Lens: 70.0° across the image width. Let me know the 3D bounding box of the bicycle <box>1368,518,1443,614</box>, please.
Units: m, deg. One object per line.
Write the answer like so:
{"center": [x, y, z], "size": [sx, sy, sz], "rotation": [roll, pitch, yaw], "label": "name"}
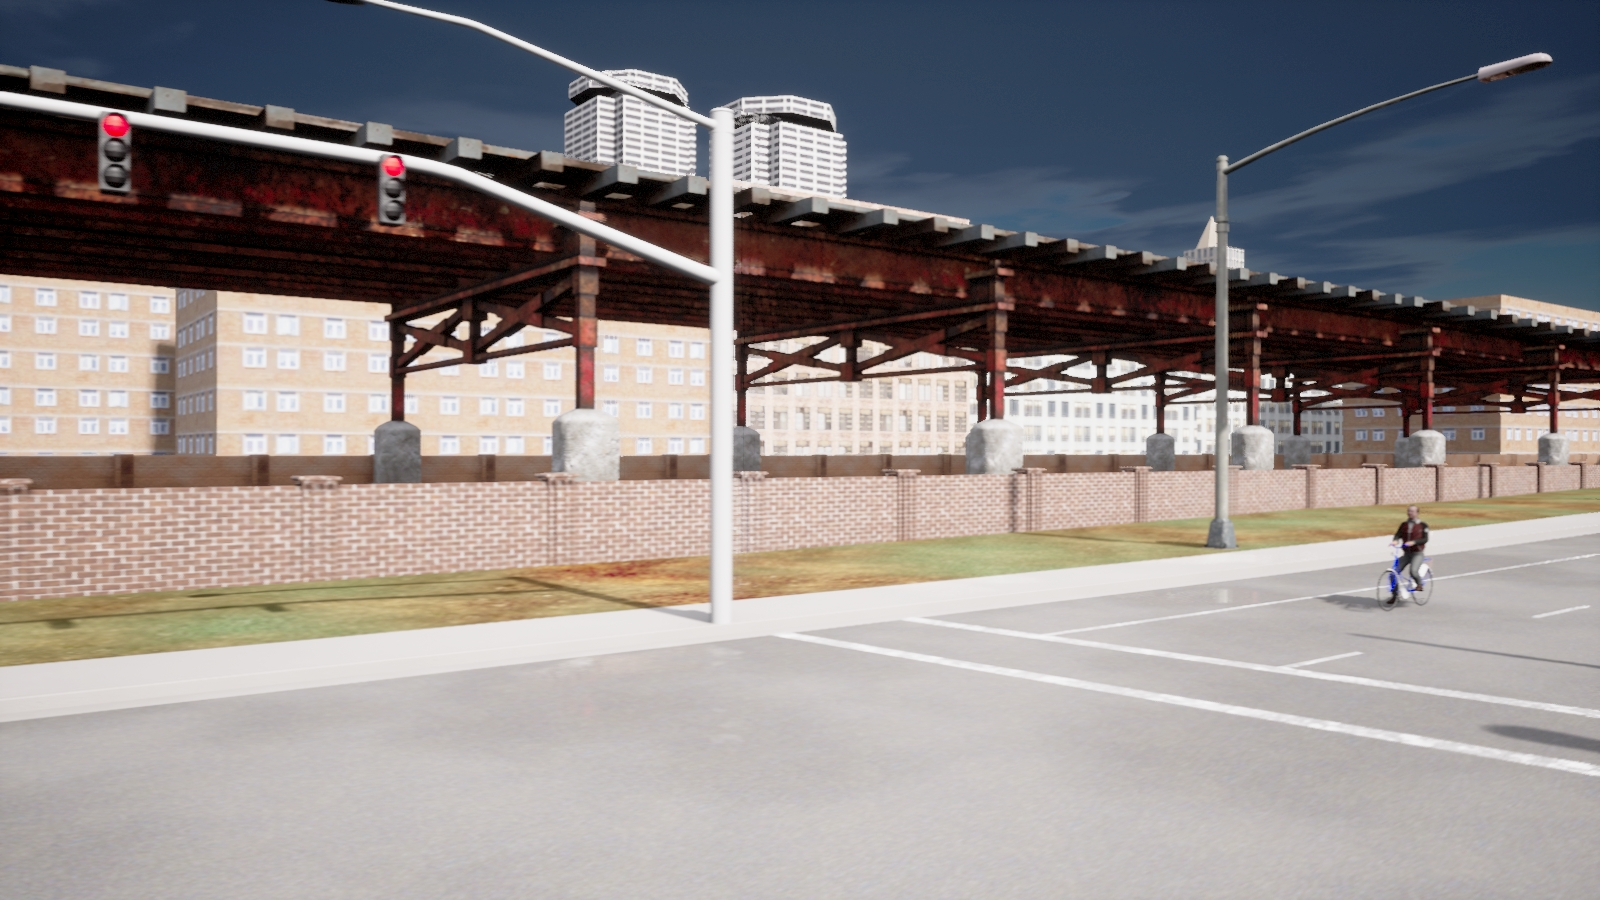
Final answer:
{"center": [10.396, 1.958, 19.593], "size": [1.835, 1.496, 0.329], "rotation": [0, 0, -35], "label": "bicycle"}
